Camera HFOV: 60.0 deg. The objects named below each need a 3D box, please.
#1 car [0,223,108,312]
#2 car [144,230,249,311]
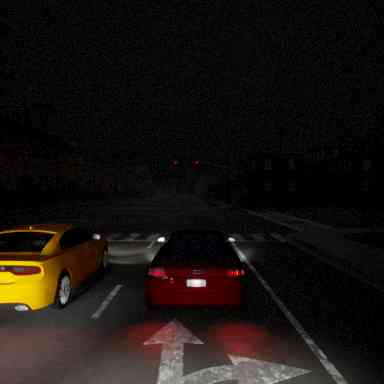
[{"bbox_3d":[-3.385,1.478,7.860,1.882,1.535,5.008,0,0,0],"label":"car"},{"bbox_3d":[0.107,1.564,7.828,1.994,1.385,4.181,0,0,1],"label":"car"}]
